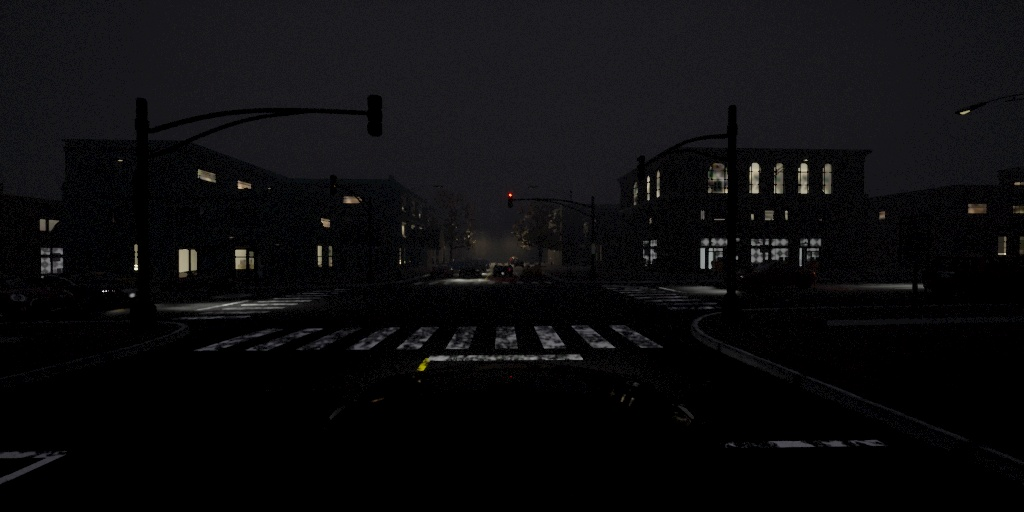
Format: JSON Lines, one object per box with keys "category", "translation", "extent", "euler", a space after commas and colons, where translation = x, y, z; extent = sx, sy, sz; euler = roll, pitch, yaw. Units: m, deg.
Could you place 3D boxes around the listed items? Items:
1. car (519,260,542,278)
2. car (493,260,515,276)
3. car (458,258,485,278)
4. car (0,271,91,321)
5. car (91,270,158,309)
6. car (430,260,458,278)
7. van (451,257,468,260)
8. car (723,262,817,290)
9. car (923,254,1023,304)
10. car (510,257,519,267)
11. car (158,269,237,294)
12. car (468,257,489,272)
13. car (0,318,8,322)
{"category": "car", "translation": [1.874, 1.269, 33.999], "extent": [1.751, 1.417, 4.829], "euler": [0, 0, -1]}
{"category": "car", "translation": [-0.876, 1.344, 36.666], "extent": [1.895, 1.301, 4.718], "euler": [0, 0, 0]}
{"category": "car", "translation": [-3.928, 1.221, 34.440], "extent": [1.882, 1.535, 5.008], "euler": [0, 0, -2]}
{"category": "car", "translation": [-18.349, 1.422, 12.769], "extent": [4.097, 1.591, 1.967], "euler": [0, 0, -3]}
{"category": "car", "translation": [-18.778, 1.455, 15.303], "extent": [4.902, 1.511, 2.128], "euler": [-1, 1, -3]}
{"category": "car", "translation": [-6.499, 1.326, 33.614], "extent": [1.802, 1.307, 4.207], "euler": [0, 0, -1]}
{"category": "van", "translation": [-6.785, 1.082, 44.702], "extent": [1.690, 1.789, 3.998], "euler": [0, 0, -1]}
{"category": "car", "translation": [14.302, 1.063, 19.952], "extent": [4.674, 1.442, 1.812], "euler": [-1, 1, -2]}
{"category": "car", "translation": [19.639, 0.842, 14.395], "extent": [5.009, 1.841, 2.192], "euler": [0, 0, -3]}
{"category": "car", "translation": [1.164, 1.288, 61.552], "extent": [2.007, 1.370, 4.403], "euler": [0, 0, -1]}
{"category": "car", "translation": [-18.683, 1.474, 21.109], "extent": [4.313, 1.339, 1.948], "euler": [0, 0, -2]}
{"category": "car", "translation": [-4.190, 1.219, 44.480], "extent": [1.882, 1.535, 5.008], "euler": [0, 0, -1]}
{"category": "car", "translation": [-5.661, 1.295, 1.105], "extent": [1.888, 1.381, 4.507], "euler": [0, 0, -1]}
